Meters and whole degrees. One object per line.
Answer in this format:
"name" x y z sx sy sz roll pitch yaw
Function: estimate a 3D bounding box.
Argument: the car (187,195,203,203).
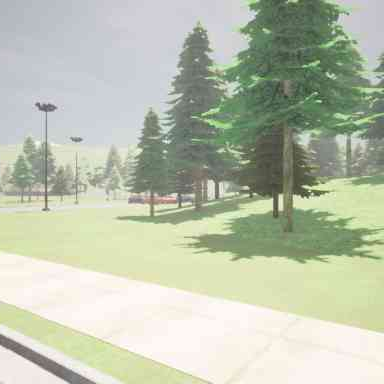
"car" 1.508 1.564 67.708 1.994 1.385 4.181 0 0 36

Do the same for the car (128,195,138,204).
"car" -9.991 1.353 63.695 2.097 1.767 4.553 0 0 37

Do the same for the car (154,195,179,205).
"car" -4.528 1.352 59.385 2.097 1.767 4.553 0 0 37

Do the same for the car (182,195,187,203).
"car" -1.579 1.352 69.418 2.097 1.767 4.553 0 0 36

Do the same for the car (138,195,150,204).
"car" -7.229 1.352 61.621 2.097 1.767 4.553 0 0 37

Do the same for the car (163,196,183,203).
"car" -4.092 1.554 71.889 1.994 1.385 4.181 0 0 36
